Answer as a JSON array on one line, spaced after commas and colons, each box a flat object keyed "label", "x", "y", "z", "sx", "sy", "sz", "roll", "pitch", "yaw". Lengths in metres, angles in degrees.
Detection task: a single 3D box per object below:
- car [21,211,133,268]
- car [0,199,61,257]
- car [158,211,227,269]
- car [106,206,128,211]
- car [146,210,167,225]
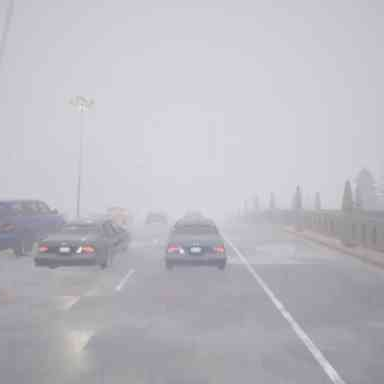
[{"label": "car", "x": -3.399, "y": 1.601, "z": 11.390, "sx": 2.033, "sy": 1.411, "sz": 5.357, "roll": 0, "pitch": 0, "yaw": 0}, {"label": "car", "x": -6.898, "y": 1.289, "z": 13.292, "sx": 2.150, "sy": 2.045, "sz": 5.566, "roll": 0, "pitch": 0, "yaw": 0}, {"label": "car", "x": 0.101, "y": 1.601, "z": 11.367, "sx": 2.033, "sy": 1.411, "sz": 5.357, "roll": 0, "pitch": 0, "yaw": 0}, {"label": "car", "x": -6.896, "y": 2.178, "z": 31.248, "sx": 2.097, "sy": 1.767, "sz": 4.553, "roll": 0, "pitch": -4, "yaw": 0}, {"label": "car", "x": -3.396, "y": 2.471, "z": 32.744, "sx": 1.812, "sy": 1.442, "sz": 4.674, "roll": 0, "pitch": -5, "yaw": 0}]
